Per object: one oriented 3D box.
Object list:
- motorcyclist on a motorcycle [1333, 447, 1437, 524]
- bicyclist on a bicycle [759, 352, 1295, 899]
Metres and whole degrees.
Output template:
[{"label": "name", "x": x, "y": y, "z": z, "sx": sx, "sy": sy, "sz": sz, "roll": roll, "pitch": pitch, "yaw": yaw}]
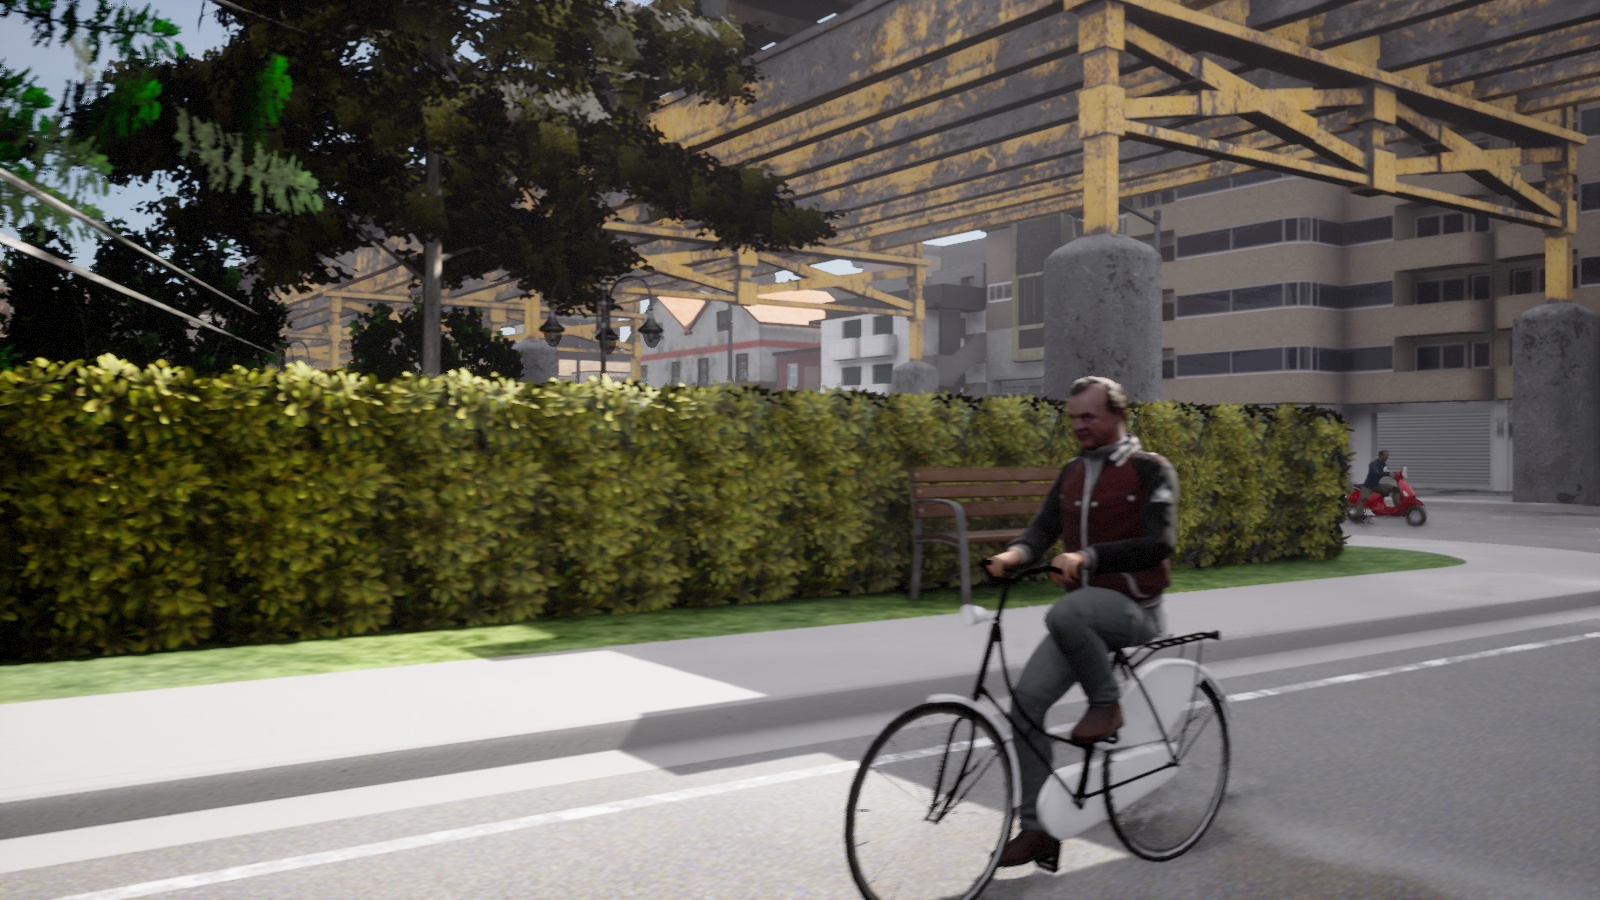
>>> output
[{"label": "motorcyclist on a motorcycle", "x": 12.444, "y": 0.734, "z": 26.768, "sx": 0.866, "sy": 1.590, "sz": 1.817, "roll": 0, "pitch": 0, "yaw": -35}, {"label": "bicyclist on a bicycle", "x": 0.818, "y": 0.624, "z": 4.224, "sx": 1.843, "sy": 1.776, "sz": 0.659, "roll": 0, "pitch": 0, "yaw": -35}]
